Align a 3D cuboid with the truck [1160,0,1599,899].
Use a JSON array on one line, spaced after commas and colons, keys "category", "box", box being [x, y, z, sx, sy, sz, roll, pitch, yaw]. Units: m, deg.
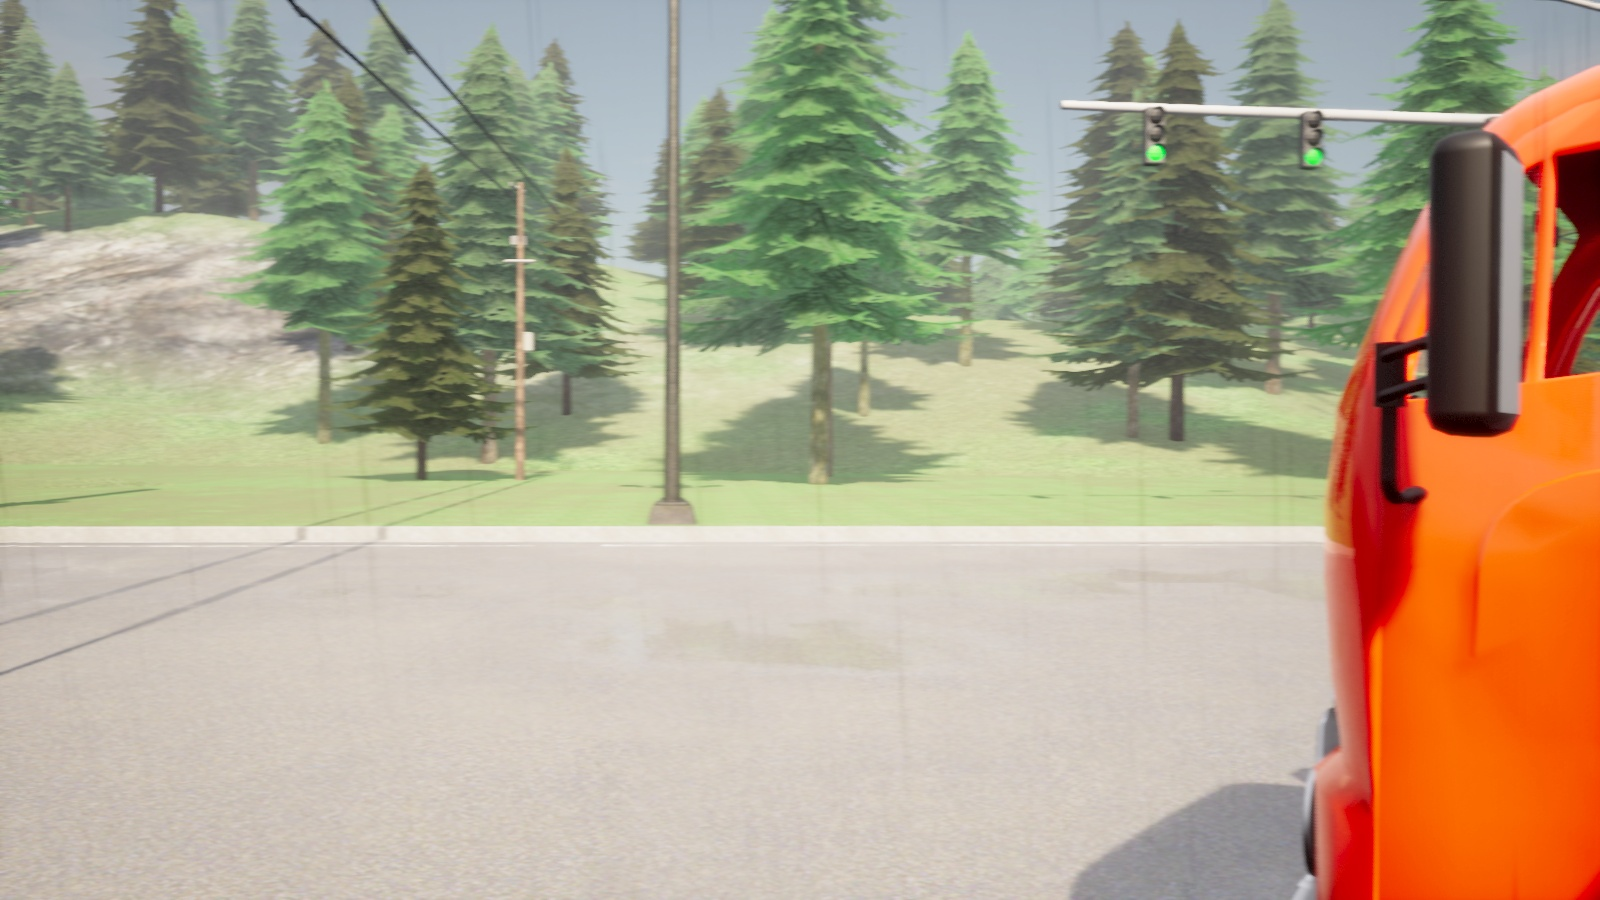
[{"category": "truck", "box": [3.398, 0.178, 1.283, 5.204, 2.467, 2.627, 0, 1, 39]}]
